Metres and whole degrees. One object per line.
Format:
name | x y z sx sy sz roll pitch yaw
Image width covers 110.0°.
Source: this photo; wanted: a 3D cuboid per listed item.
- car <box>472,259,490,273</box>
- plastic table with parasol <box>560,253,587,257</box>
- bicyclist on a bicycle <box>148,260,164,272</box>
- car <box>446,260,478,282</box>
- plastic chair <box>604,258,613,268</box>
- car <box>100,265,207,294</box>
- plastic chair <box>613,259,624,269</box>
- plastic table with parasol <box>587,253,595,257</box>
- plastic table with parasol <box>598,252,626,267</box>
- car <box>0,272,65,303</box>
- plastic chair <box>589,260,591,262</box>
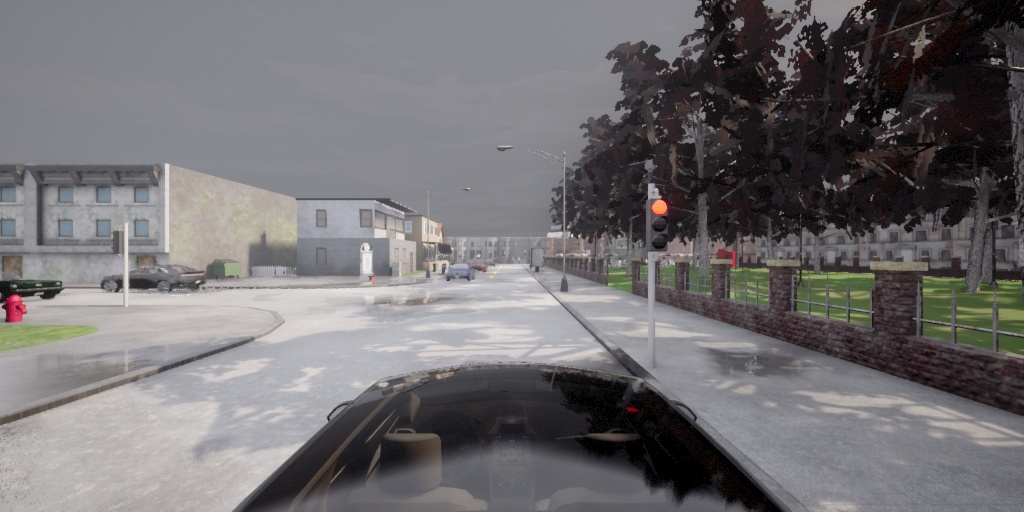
car | -4.116 1.103 43.246 2.097 1.767 4.553 0 0 0
plastic table with parasol | 9.949 0.684 57.775 2.482 2.480 2.482 0 0 -40
bicyclist on a bicycle | -23.871 1.098 24.156 0.582 1.620 1.656 0 0 0
car | -4.110 1.276 29.084 1.812 1.442 4.674 0 0 0
plastic chair | 14.296 1.306 54.136 0.730 1.272 0.750 0 0 -35
car | -19.804 1.241 19.879 4.902 1.511 2.128 0 0 1
plastic chair | 16.003 1.296 54.041 0.750 1.272 0.730 0 0 -40
plastic table with parasol | 14.644 0.673 63.252 2.482 2.480 2.482 0 0 -42
plastic table with parasol | 15.269 0.694 55.039 2.482 2.480 2.482 0 0 -40
car | -22.993 1.351 15.758 4.718 1.301 1.895 0 0 0
plastic chair | 13.692 1.304 62.364 0.730 1.272 0.750 0 0 -35
